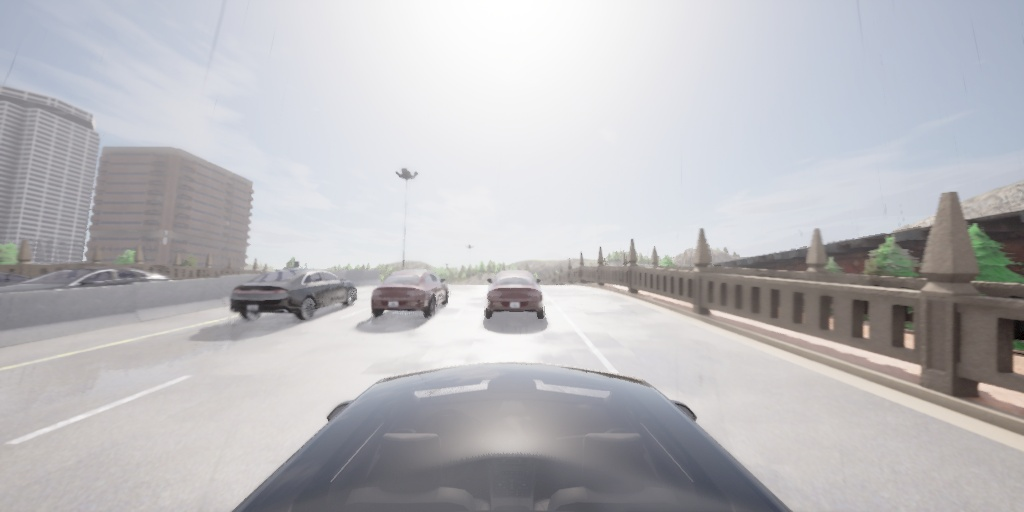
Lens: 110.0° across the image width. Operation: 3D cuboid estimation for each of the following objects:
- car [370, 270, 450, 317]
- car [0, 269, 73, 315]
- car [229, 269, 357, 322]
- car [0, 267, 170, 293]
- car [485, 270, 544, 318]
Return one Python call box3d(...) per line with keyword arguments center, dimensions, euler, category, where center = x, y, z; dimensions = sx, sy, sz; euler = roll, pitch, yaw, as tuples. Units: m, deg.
box3d(center=(-3.421, 1.205, 12.632), dimensions=(1.812, 1.442, 4.674), euler=(0, 0, 0), category="car")
box3d(center=(-17.604, 1.203, 11.468), dimensions=(1.994, 1.385, 4.181), euler=(0, 0, 0), category="car")
box3d(center=(-6.921, 1.163, 11.996), dimensions=(2.128, 1.511, 4.902), euler=(0, 0, 0), category="car")
box3d(center=(-14.102, 1.139, 11.854), dimensions=(2.128, 1.511, 4.902), euler=(0, 0, 0), category="car")
box3d(center=(0.079, 1.217, 12.533), dimensions=(1.812, 1.442, 4.674), euler=(0, 0, 0), category="car")
